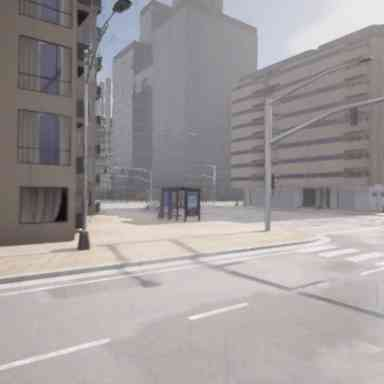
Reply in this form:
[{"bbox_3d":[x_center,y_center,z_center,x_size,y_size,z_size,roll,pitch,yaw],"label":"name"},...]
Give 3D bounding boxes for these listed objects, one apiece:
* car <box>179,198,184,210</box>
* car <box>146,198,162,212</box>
[{"bbox_3d":[-2.914,1.576,48.652,2.150,2.045,5.566,1,-1,-36],"label":"car"},{"bbox_3d":[-4.655,1.842,45.082,1.812,1.442,4.674,1,-1,-36],"label":"car"}]
